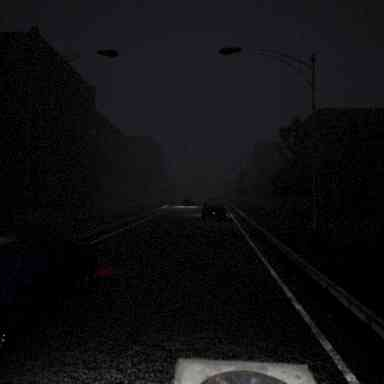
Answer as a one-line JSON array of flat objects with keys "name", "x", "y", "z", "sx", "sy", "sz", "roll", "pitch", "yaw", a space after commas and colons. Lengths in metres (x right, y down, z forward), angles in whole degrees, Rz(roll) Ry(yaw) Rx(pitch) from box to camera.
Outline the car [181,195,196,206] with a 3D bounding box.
[{"name": "car", "x": -0.518, "y": 1.238, "z": 48.808, "sx": 1.882, "sy": 1.535, "sz": 5.008, "roll": 0, "pitch": 0, "yaw": 4}]

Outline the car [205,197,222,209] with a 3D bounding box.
[{"name": "car", "x": 2.829, "y": 1.365, "z": 43.567, "sx": 2.033, "sy": 1.411, "sz": 5.357, "roll": 0, "pitch": 0, "yaw": 4}]

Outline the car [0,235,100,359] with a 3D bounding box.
[{"name": "car", "x": -3.300, "y": 1.529, "z": 5.939, "sx": 2.033, "sy": 1.411, "sz": 5.357, "roll": 0, "pitch": 0, "yaw": 4}]

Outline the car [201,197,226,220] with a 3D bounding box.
[{"name": "car", "x": 1.780, "y": 1.411, "z": 27.297, "sx": 1.882, "sy": 1.535, "sz": 5.008, "roll": 0, "pitch": 0, "yaw": 4}]
